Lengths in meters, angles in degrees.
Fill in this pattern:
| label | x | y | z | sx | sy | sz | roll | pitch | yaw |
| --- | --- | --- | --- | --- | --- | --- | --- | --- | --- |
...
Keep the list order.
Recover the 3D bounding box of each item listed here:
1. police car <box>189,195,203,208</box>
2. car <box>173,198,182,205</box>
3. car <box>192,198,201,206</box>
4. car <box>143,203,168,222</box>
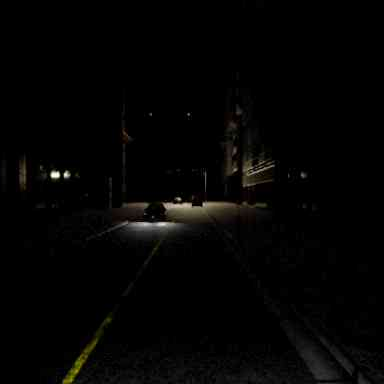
| label | x | y | z | sx | sy | sz | roll | pitch | yaw |
| --- | --- | --- | --- | --- | --- | --- | --- | --- | --- |
| police car | 0.904 | 1.829 | 57.648 | 1.930 | 1.638 | 5.238 | 0 | 0 | 0 |
| car | -2.995 | 2.024 | 70.008 | 2.128 | 1.511 | 4.902 | 0 | 0 | 0 |
| car | 0.905 | 2.009 | 67.538 | 1.812 | 1.442 | 4.674 | 0 | 0 | 0 |
| car | -3.096 | 1.718 | 28.735 | 1.812 | 1.442 | 4.674 | 0 | 0 | 0 |
